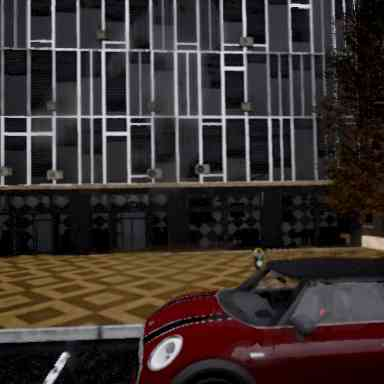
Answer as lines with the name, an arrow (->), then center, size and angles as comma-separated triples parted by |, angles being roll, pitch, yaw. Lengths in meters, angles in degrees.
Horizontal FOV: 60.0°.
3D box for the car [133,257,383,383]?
car -> 1.345, 1.564, 4.029 | 4.097, 1.590, 1.967 | 0, -2, -5
